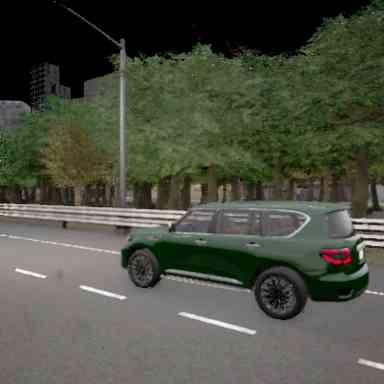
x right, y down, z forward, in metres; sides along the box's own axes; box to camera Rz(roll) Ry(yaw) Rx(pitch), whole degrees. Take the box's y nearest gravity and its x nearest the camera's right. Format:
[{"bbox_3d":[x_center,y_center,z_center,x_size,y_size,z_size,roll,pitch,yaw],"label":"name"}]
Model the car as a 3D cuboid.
[{"bbox_3d":[0.861,1.224,7.552,5.566,2.045,2.150,0,0,36],"label":"car"}]
